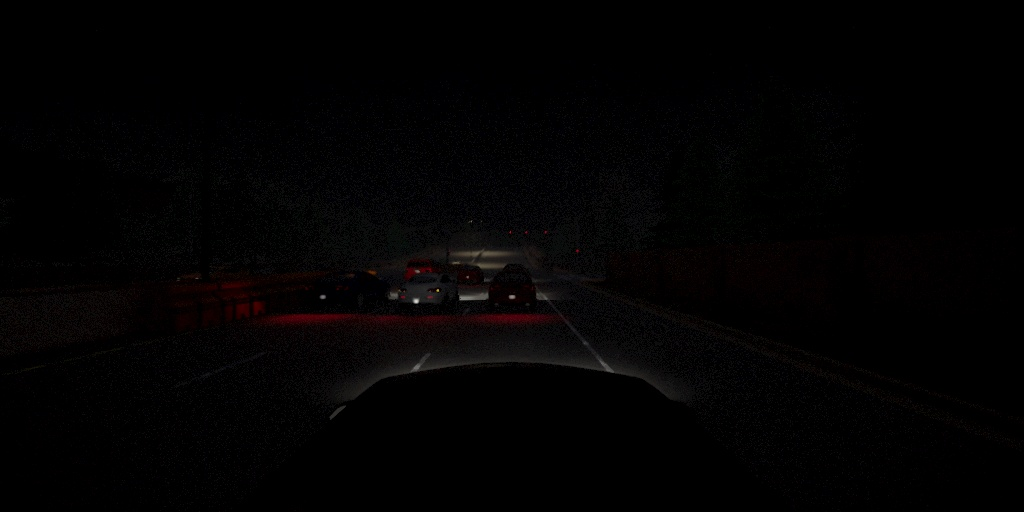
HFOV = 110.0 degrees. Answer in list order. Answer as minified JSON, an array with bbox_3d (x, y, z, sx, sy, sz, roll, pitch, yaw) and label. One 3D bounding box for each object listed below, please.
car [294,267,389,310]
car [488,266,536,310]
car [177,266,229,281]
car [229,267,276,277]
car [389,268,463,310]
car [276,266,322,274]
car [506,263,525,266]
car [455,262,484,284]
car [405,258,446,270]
[{"bbox_3d":[-6.977,1.378,15.733,1.882,1.535,5.008,0,0,0],"label":"car"},{"bbox_3d":[0.023,1.378,15.736,1.882,1.535,5.008,0,0,0],"label":"car"},{"bbox_3d":[-21.029,1.484,25.554,1.882,1.535,5.008,0,-1,0],"label":"car"},{"bbox_3d":[-17.524,1.535,25.892,1.812,1.442,4.674,0,-1,0],"label":"car"},{"bbox_3d":[-3.480,1.422,15.395,1.812,1.442,4.674,0,0,0],"label":"car"},{"bbox_3d":[-14.029,1.483,25.540,1.882,1.535,5.008,0,-1,0],"label":"car"},{"bbox_3d":[0.372,1.402,29.845,2.097,1.767,4.553,0,-1,9],"label":"car"},{"bbox_3d":[-3.476,1.538,30.745,1.882,1.535,5.008,0,0,0],"label":"car"},{"bbox_3d":[-6.993,1.268,29.046,2.150,2.045,5.566,0,0,0],"label":"car"}]
